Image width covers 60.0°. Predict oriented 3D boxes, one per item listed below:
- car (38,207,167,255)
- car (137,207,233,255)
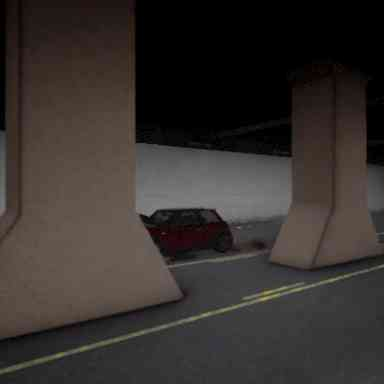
[{"bbox_3d":[-3.730,1.509,14.252,4.902,1.511,2.128,0,0,-36],"label":"car"},{"bbox_3d":[-0.732,1.362,12.098,4.553,1.767,2.097,0,0,-36],"label":"car"}]
